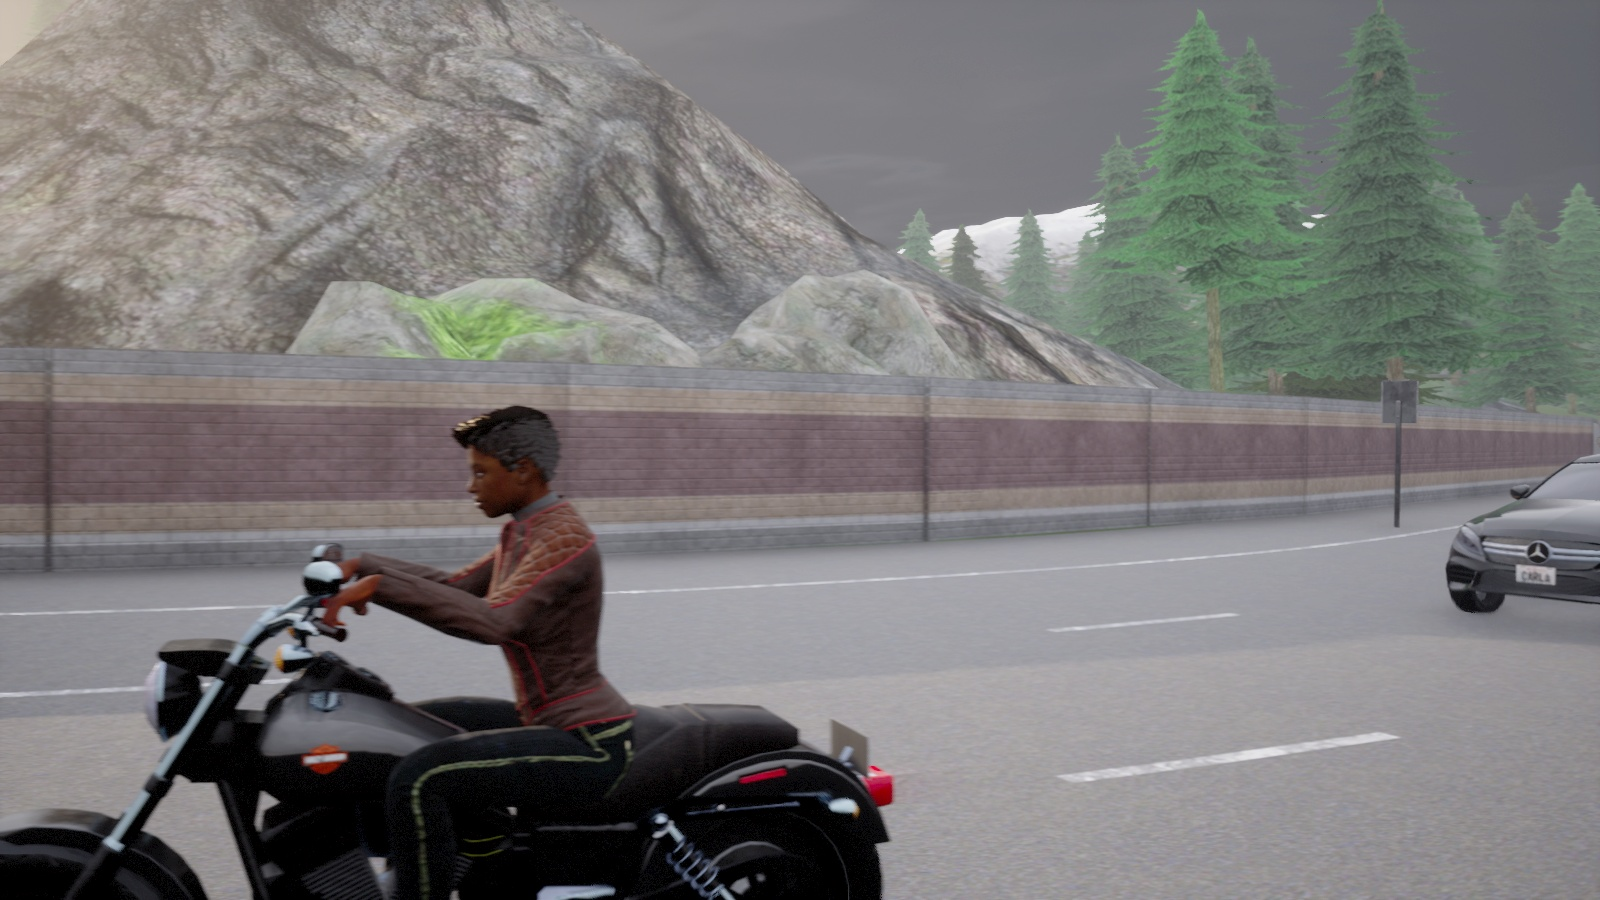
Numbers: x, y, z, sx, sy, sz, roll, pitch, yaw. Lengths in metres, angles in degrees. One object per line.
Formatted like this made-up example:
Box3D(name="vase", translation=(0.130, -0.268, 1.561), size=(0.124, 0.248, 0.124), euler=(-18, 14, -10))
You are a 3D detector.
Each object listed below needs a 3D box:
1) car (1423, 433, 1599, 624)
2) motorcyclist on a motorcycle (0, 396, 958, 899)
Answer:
Box3D(name="car", translation=(7.766, 0.578, 11.481), size=(4.674, 1.442, 1.812), euler=(-1, 1, -37))
Box3D(name="motorcyclist on a motorcycle", translation=(-0.868, 0.720, 2.894), size=(2.350, 1.649, 0.766), euler=(-1, 0, -21))
